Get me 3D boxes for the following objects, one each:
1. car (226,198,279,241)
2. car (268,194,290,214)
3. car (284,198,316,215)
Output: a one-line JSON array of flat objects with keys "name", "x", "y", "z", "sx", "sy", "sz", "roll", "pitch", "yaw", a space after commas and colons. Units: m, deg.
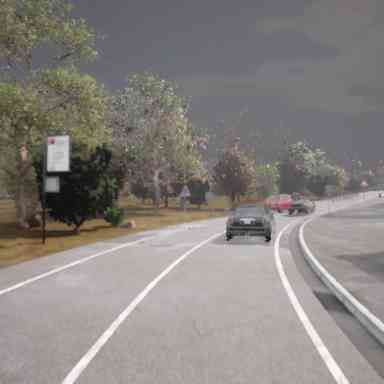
[{"name": "car", "x": 3.145, "y": 1.403, "z": 17.171, "sx": 2.097, "sy": 1.767, "sz": 4.553, "roll": -1, "pitch": -1, "yaw": 17}, {"name": "car", "x": 9.718, "y": 1.341, "z": 37.979, "sx": 2.150, "sy": 2.045, "sz": 5.566, "roll": -3, "pitch": 0, "yaw": 35}, {"name": "car", "x": 11.316, "y": 1.506, "z": 34.003, "sx": 1.837, "sy": 1.490, "sz": 4.892, "roll": -3, "pitch": -1, "yaw": 33}]
